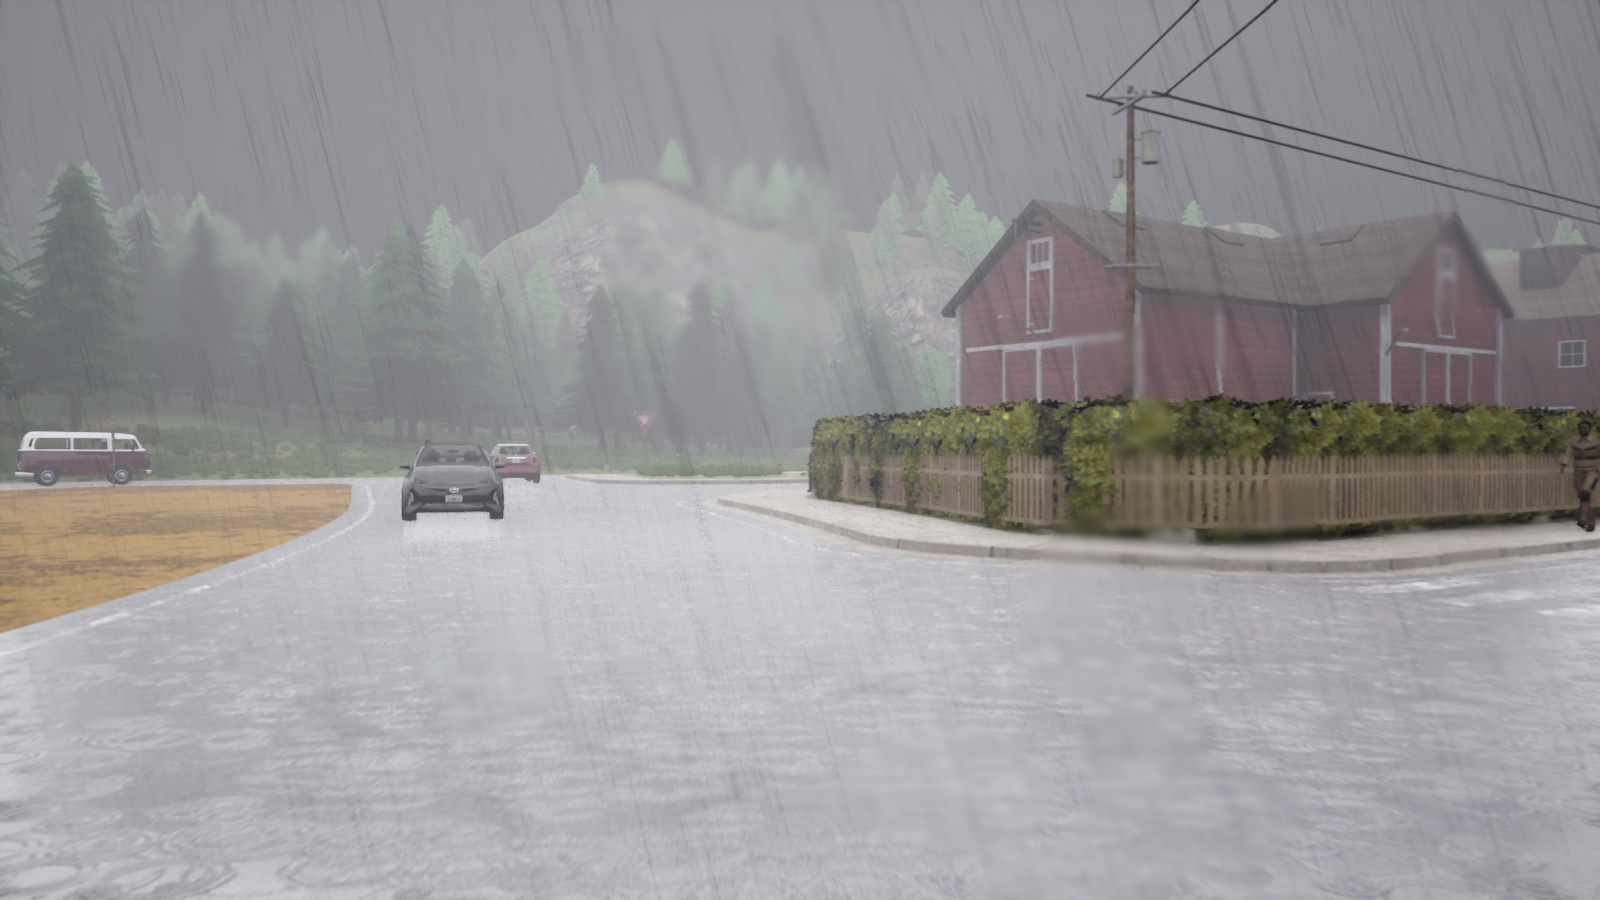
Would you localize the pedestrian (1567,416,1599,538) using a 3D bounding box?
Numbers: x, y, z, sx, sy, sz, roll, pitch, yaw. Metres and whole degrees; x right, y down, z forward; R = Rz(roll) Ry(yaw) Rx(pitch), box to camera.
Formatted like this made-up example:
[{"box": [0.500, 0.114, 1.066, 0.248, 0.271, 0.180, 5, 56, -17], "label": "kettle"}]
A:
[{"box": [12.637, 0.425, 20.119, 0.692, 1.930, 0.396, 0, 0, -39], "label": "pedestrian"}]

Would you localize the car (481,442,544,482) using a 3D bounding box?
[{"box": [-11.089, 0.436, 48.235, 1.970, 1.475, 3.806, 0, 0, -19], "label": "car"}]

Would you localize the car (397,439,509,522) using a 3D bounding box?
[{"box": [-7.036, 0.547, 25.407, 2.007, 1.525, 4.514, 0, 0, -16], "label": "car"}]

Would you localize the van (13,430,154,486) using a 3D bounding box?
[{"box": [-27.289, 0.273, 47.901, 4.480, 2.038, 2.069, 0, 0, -36], "label": "van"}]
